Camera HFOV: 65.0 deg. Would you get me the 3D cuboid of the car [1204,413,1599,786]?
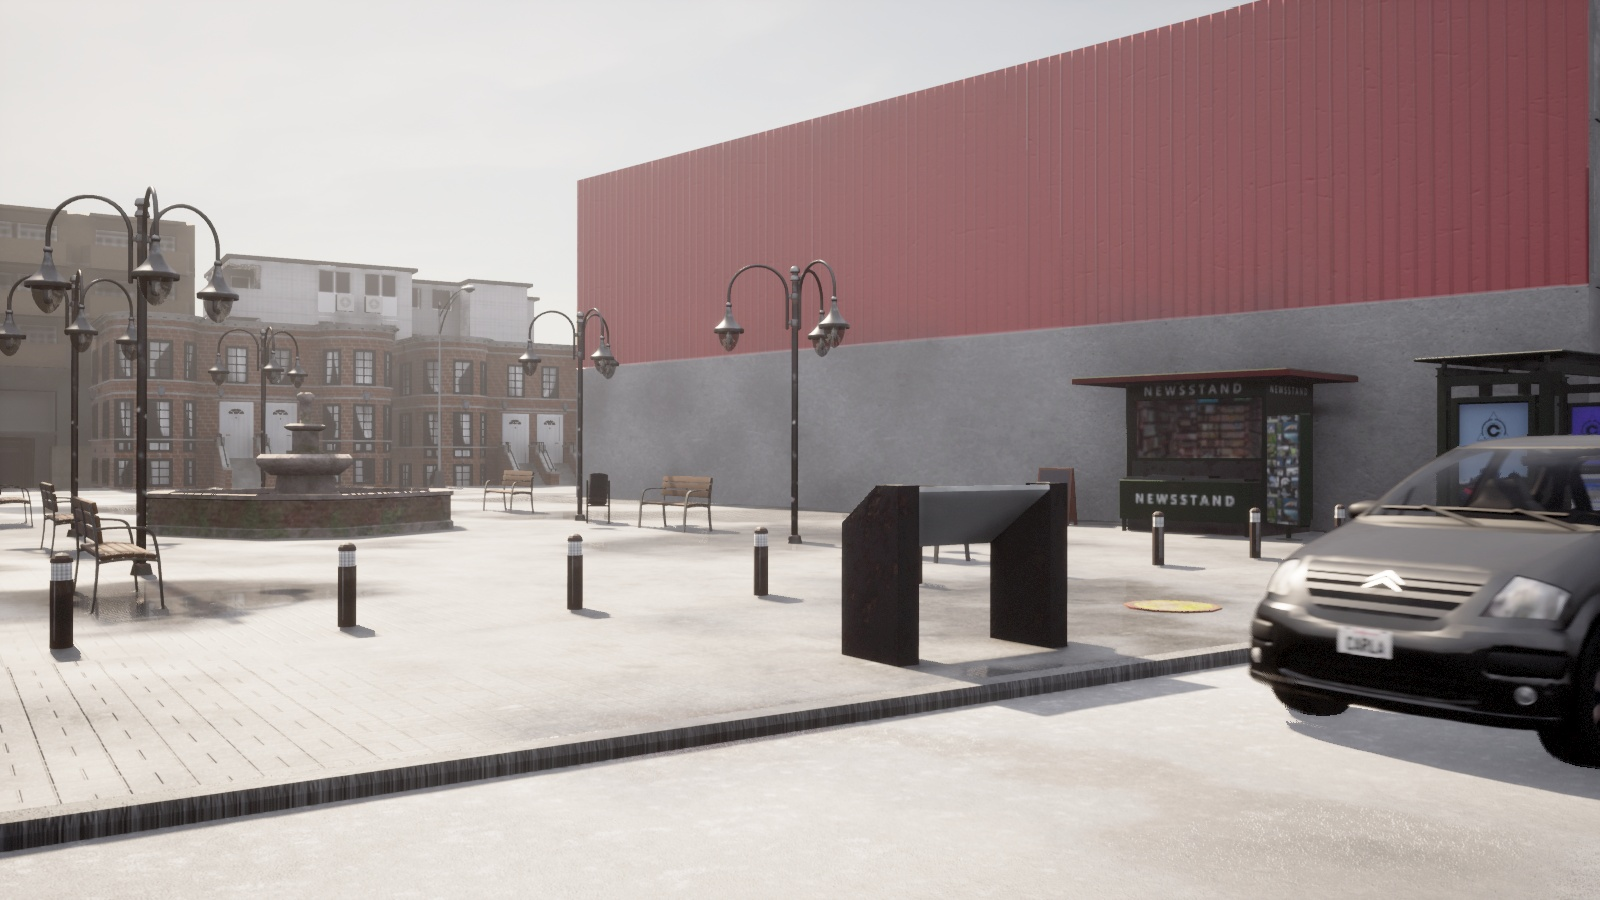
[{"bbox_3d":[4.409,0.652,7.346,3.988,1.617,1.851,0,0,-35],"label":"car"}]
